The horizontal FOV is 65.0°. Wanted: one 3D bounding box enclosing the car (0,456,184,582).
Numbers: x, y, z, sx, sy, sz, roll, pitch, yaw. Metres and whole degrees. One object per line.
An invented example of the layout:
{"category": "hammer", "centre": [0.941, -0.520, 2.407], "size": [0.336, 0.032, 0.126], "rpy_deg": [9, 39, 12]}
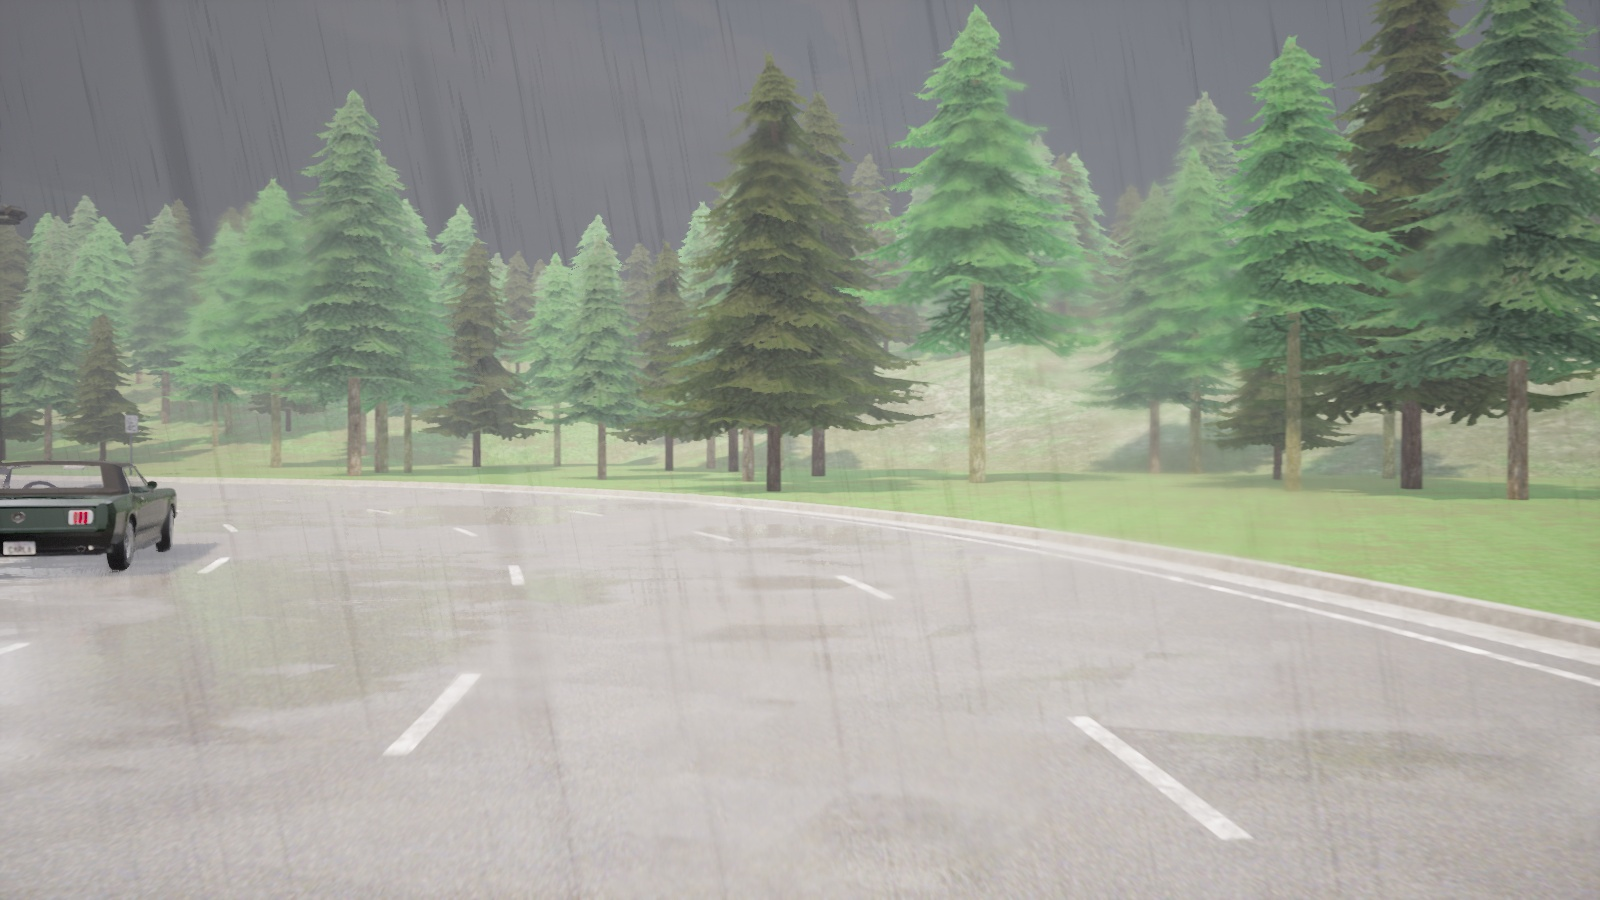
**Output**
{"category": "car", "centre": [-9.183, 0.756, 15.811], "size": [1.895, 1.301, 4.718], "rpy_deg": [0, 0, -18]}
